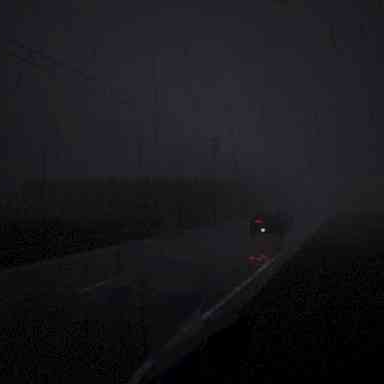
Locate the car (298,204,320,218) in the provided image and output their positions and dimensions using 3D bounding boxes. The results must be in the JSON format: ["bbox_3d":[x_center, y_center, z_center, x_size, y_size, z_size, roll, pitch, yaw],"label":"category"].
[{"bbox_3d":[12.759,2.045,36.409,1.994,1.385,4.181,0,-1,25],"label":"car"}]

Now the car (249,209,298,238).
[{"bbox_3d":[4.718,1.740,19.369,1.837,1.490,4.892,0,-1,26],"label":"car"}]
